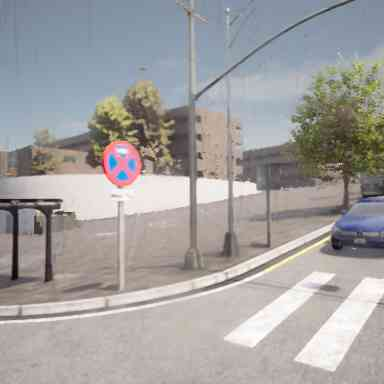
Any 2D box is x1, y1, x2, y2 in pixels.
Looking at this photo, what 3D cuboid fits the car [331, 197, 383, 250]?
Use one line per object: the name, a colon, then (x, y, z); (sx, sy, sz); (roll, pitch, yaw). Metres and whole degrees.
car: (6.103, 0.937, 10.940); (1.812, 1.442, 4.674); (-3, 2, 40)
